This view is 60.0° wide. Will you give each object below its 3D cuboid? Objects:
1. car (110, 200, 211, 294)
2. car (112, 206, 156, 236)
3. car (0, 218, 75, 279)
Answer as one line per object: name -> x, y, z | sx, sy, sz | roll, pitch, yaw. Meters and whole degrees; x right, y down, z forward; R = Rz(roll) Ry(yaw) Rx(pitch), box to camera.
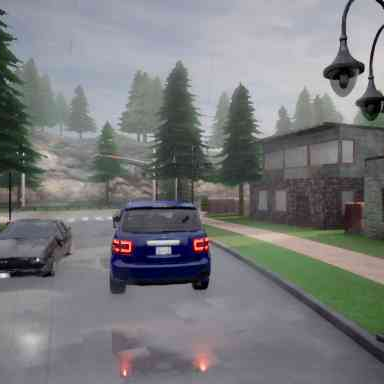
car -> -0.977, 1.221, 9.049 | 2.150, 2.045, 5.566 | 0, 0, -9
car -> -3.535, 1.601, 19.482 | 1.895, 1.301, 4.718 | 0, 0, -18
car -> -4.869, 1.547, 10.282 | 2.033, 1.411, 5.357 | 0, 0, -11
